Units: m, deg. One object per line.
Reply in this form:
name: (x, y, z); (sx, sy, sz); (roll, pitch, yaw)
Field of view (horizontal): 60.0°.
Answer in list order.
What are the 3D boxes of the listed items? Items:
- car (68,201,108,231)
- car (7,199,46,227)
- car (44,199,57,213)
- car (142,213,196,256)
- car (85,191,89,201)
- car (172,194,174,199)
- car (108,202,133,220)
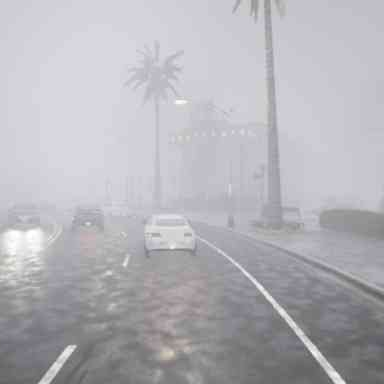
car: (-6.581, 1.515, 20.735); (1.837, 1.490, 4.892); (1, -1, -20)
car: (-11.371, 1.470, 22.661); (2.128, 1.511, 4.902); (1, 0, -26)
car: (-15.896, 1.504, 35.339); (1.812, 1.442, 4.674); (1, 0, -43)
car: (-0.978, 1.560, 13.176); (1.812, 1.442, 4.674); (1, 0, -9)
car: (-23.457, 1.271, 67.505); (4.553, 1.767, 2.185); (0, 0, 31)
car: (-3.224, 1.611, 68.775); (4.674, 1.452, 2.002); (0, 0, 31)
car: (-6.503, 1.562, 28.601); (1.812, 1.442, 4.674); (1, 0, -29)
